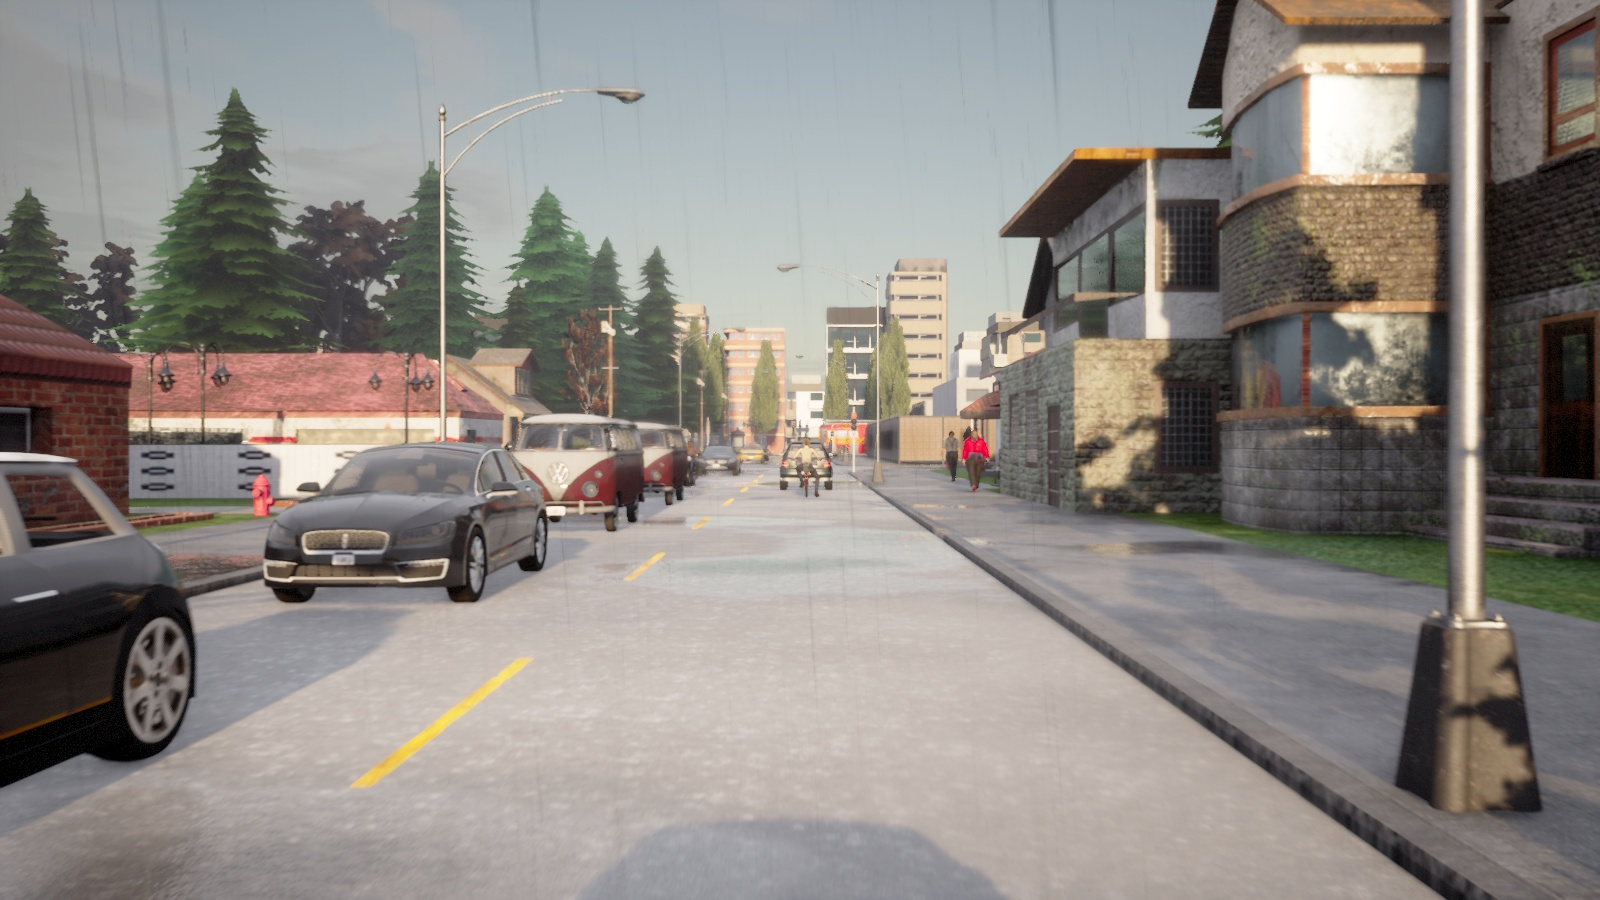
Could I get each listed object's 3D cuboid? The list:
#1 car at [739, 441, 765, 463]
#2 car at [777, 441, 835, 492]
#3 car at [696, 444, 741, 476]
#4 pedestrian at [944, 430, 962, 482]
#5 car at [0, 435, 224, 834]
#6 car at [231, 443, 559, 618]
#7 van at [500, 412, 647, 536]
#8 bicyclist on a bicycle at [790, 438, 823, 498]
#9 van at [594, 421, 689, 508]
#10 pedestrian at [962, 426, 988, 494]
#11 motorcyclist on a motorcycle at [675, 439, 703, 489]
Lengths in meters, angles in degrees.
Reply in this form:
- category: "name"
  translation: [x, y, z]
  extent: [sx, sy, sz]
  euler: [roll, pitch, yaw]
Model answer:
- category: "car"
  translation: [-3.579, 0.153, 94.006]
  extent: [1.801, 1.575, 5.366]
  euler: [0, 0, -1]
- category: "car"
  translation: [0.196, 0.496, 40.639]
  extent: [1.789, 1.549, 3.705]
  euler: [0, 0, 0]
- category: "car"
  translation: [-3.748, 0.441, 58.288]
  extent: [1.812, 1.442, 4.674]
  euler: [0, 0, 0]
- category: "pedestrian"
  translation: [5.445, 0.208, 44.847]
  extent: [0.540, 1.848, 0.694]
  euler: [0, 0, -2]
- category: "car"
  translation: [-3.950, 0.683, 4.506]
  extent: [1.970, 1.475, 3.806]
  euler: [0, 0, 1]
- category: "car"
  translation: [-3.924, 0.674, 13.153]
  extent: [1.837, 1.490, 4.892]
  euler: [0, 0, 0]
- category: "van"
  translation: [-3.883, 0.371, 22.249]
  extent: [1.775, 1.987, 4.442]
  euler: [0, 0, 0]
- category: "bicyclist on a bicycle"
  translation: [0.172, 0.489, 34.454]
  extent: [0.866, 1.612, 1.509]
  euler: [0, 0, 0]
- category: "van"
  translation: [-3.845, 0.321, 31.144]
  extent: [1.775, 1.987, 4.442]
  euler: [0, 0, 0]
- category: "pedestrian"
  translation: [4.801, 0.265, 34.504]
  extent: [0.634, 1.844, 0.899]
  euler: [0, 0, 5]
- category: "motorcyclist on a motorcycle"
  translation: [-3.793, 0.451, 43.101]
  extent: [0.766, 1.649, 2.350]
  euler: [0, 0, 0]
